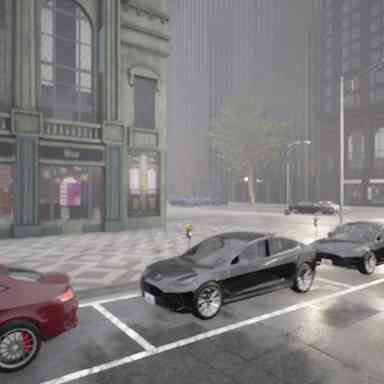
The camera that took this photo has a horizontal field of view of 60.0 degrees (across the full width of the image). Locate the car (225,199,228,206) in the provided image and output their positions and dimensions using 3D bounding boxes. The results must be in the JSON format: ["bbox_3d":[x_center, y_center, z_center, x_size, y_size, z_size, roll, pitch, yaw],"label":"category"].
[{"bbox_3d":[4.797,1.812,63.696,1.882,1.535,5.008,0,0,-35],"label":"car"}]

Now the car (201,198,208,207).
[{"bbox_3d":[-0.002,1.876,59.133,2.033,1.411,5.357,0,0,-35],"label":"car"}]

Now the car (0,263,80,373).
[{"bbox_3d":[-3.584,1.578,4.087,4.206,1.307,1.802,0,0,-36],"label":"car"}]

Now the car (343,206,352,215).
[{"bbox_3d":[15.517,1.778,37.486,1.812,1.442,4.674,0,0,-36],"label":"car"}]

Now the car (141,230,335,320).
[{"bbox_3d":[0.996,1.593,7.372,4.313,1.339,1.947,0,0,-36],"label":"car"}]

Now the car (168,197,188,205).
[{"bbox_3d":[-2.984,1.884,68.887,1.812,1.442,4.674,0,0,-36],"label":"car"}]

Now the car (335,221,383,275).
[{"bbox_3d":[5.576,1.624,10.658,4.313,1.339,1.947,0,-1,-36],"label":"car"}]

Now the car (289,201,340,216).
[{"bbox_3d":[12.810,1.728,35.684,1.882,1.535,5.008,0,0,-36],"label":"car"}]

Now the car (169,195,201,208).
[{"bbox_3d":[-1.489,1.543,55.606,2.150,2.045,5.566,0,0,-35],"label":"car"}]

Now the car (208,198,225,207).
[{"bbox_3d":[3.158,1.805,60.425,1.882,1.535,5.008,0,0,-35],"label":"car"}]

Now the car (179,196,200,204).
[{"bbox_3d":[-0.590,1.690,71.126,1.882,1.535,5.008,0,0,-36],"label":"car"}]
